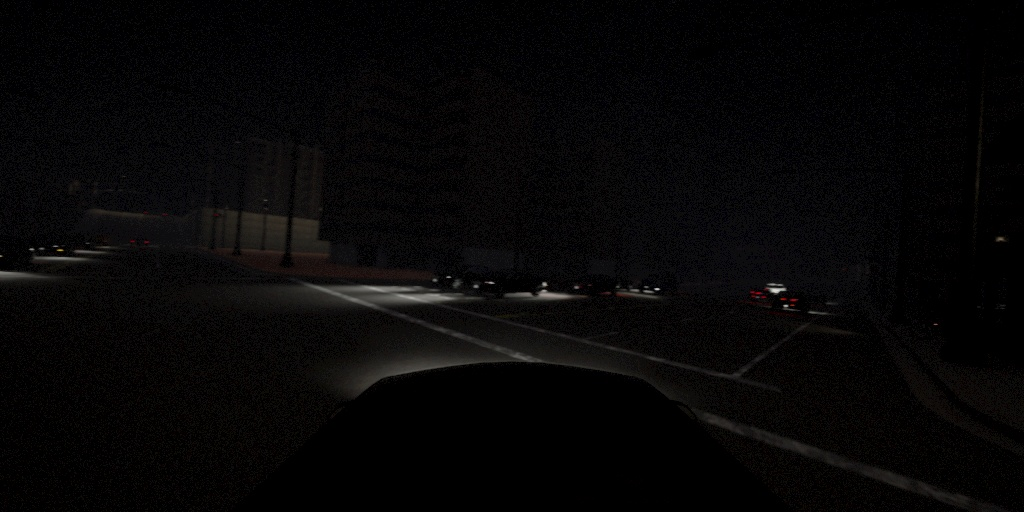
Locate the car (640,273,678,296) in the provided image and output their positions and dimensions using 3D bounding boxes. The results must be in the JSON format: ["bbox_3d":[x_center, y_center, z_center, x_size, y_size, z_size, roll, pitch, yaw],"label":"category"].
[{"bbox_3d":[14.517,2.762,35.483,2.150,2.045,5.566,4,-2,44],"label":"car"}]

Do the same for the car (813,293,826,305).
[{"bbox_3d":[36.272,5.064,42.865,1.895,1.301,4.718,4,-1,44],"label":"car"}]

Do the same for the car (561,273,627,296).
[{"bbox_3d":[6.227,2.112,26.813,2.128,1.511,4.902,4,-2,44],"label":"car"}]

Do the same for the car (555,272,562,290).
[{"bbox_3d":[3.379,1.993,28.912,1.994,1.385,4.181,4,-2,43],"label":"car"}]

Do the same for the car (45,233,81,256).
[{"bbox_3d":[-31.609,-0.818,24.561,1.837,1.490,4.892,4,-1,-45],"label":"car"}]

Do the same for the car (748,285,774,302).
[{"bbox_3d":[26.148,4.073,37.377,2.128,1.511,4.902,4,-2,44],"label":"car"}]

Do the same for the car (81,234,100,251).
[{"bbox_3d":[-39.960,-1.334,33.046,1.837,1.490,4.892,4,-1,-45],"label":"car"}]

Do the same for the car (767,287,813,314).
[{"bbox_3d":[20.303,3.313,26.093,1.837,1.490,4.892,4,-2,44],"label":"car"}]

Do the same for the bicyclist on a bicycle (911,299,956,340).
[{"bbox_3d":[16.464,2.484,13.684,1.656,1.620,0.582,3,-2,44],"label":"bicyclist on a bicycle"}]

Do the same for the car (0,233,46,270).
[{"bbox_3d":[-22.921,-0.237,15.765,2.033,1.411,5.357,5,-1,-44],"label":"car"}]

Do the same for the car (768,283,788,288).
[{"bbox_3d":[33.260,4.484,44.881,2.150,2.045,5.566,4,-1,44],"label":"car"}]

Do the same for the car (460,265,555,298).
[{"bbox_3d":[-0.139,1.461,20.135,2.128,1.511,4.902,4,-1,44],"label":"car"}]

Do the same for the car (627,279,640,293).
[{"bbox_3d":[10.510,2.768,36.380,2.033,1.411,5.357,4,-2,44],"label":"car"}]

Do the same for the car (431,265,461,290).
[{"bbox_3d":[-2.746,1.295,22.465,2.128,1.511,4.902,4,-1,44],"label":"car"}]
